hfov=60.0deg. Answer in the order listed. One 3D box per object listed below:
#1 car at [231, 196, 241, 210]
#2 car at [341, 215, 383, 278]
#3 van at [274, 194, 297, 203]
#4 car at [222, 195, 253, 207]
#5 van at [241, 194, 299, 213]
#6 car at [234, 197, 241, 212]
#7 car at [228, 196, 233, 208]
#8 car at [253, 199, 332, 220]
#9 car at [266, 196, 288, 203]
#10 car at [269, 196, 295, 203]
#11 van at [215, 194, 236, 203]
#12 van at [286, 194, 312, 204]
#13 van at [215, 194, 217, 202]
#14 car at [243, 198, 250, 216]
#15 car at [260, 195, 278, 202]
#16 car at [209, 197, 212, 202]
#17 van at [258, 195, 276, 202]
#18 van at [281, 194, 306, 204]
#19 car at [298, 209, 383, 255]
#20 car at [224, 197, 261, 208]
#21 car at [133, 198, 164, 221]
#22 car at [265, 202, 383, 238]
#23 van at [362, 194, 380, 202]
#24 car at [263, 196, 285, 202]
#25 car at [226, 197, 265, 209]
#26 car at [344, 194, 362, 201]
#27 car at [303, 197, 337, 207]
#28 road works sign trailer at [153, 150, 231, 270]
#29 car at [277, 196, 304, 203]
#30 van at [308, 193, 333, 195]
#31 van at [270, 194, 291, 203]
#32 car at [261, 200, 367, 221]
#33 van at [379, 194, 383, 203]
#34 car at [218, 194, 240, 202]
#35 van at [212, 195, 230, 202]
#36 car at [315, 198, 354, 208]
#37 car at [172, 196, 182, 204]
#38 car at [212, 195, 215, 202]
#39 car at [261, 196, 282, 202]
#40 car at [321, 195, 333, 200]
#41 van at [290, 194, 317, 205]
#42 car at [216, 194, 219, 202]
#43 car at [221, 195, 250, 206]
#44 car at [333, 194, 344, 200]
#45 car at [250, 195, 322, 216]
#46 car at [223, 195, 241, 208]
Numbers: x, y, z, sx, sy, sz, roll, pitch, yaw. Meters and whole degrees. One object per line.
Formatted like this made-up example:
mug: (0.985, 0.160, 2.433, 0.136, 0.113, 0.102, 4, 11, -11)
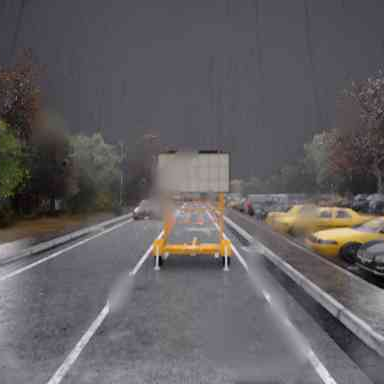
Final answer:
car: (7.063, 1.506, 36.397, 4.792, 1.488, 2.163, 0, 0, 0)
car: (6.891, 1.526, 8.647, 4.892, 1.521, 2.231, 0, 0, 0)
van: (20.324, 1.394, 72.211, 4.442, 1.987, 1.878, 0, -1, 0)
car: (7.186, 1.387, 53.054, 4.553, 1.767, 2.185, 0, 0, 0)
van: (7.167, 1.238, 30.844, 4.442, 1.987, 1.878, 0, 0, 0)
car: (7.042, 1.500, 33.621, 4.792, 1.488, 2.163, 0, 0, 0)
car: (7.084, 1.512, 39.173, 4.792, 1.488, 2.163, 0, 0, 0)
car: (6.982, 1.456, 22.516, 4.892, 1.521, 2.231, 0, 0, 0)
car: (20.497, 1.773, 80.514, 4.892, 1.521, 2.231, 0, -1, 0)
car: (20.277, 1.667, 74.975, 5.366, 1.575, 1.946, 0, -1, 0)
van: (7.246, 1.404, 72.471, 4.442, 1.987, 1.878, 0, -1, 0)
van: (20.495, 1.304, 63.915, 4.442, 1.987, 1.878, 0, 0, 0)
van: (7.183, 1.312, 64.159, 4.442, 1.987, 1.878, 0, 0, 0)
car: (7.059, 1.488, 28.068, 4.792, 1.488, 2.163, 0, 0, 0)
car: (20.534, 1.798, 88.826, 4.553, 1.767, 2.185, 0, -1, 0)
car: (7.451, 1.832, 83.568, 5.008, 1.535, 2.097, 0, -1, 0)
van: (20.703, 1.748, 91.596, 4.442, 1.987, 1.878, 0, -1, 0)
van: (20.284, 1.311, 66.820, 4.442, 1.987, 1.878, 0, -1, 0)
car: (6.720, 1.504, 11.424, 5.366, 1.575, 1.946, 0, 0, 0)
car: (7.169, 1.502, 47.501, 4.892, 1.521, 2.231, 0, 0, 0)
car: (-3.304, 1.330, 26.487, 2.097, 1.767, 4.553, 0, 0, 0)
car: (6.762, 1.470, 17.097, 5.366, 1.575, 1.946, 0, 0, 0)
van: (20.033, 1.237, 33.446, 4.442, 1.987, 1.878, 0, 0, 0)
car: (20.519, 1.822, 83.284, 5.008, 1.535, 2.097, 0, -1, 0)
car: (7.161, 1.496, 44.725, 4.892, 1.521, 2.231, 0, 0, 0)
car: (20.143, 1.218, 36.214, 5.566, 2.045, 2.435, 0, 0, 0)
car: (20.293, 1.546, 52.834, 4.674, 1.452, 2.002, 0, 0, 0)
road works sign trailer: (0.056, 0.448, 10.955, 2.380, 3.560, 2.880, 0, 0, 3)
car: (20.425, 1.569, 69.436, 5.008, 1.535, 2.097, 0, -1, 0)
van: (20.392, 1.274, 50.190, 4.442, 1.987, 1.878, 0, 0, 0)
van: (20.599, 1.495, 77.748, 4.442, 1.987, 1.878, 0, -1, 0)
car: (7.153, 1.458, 19.747, 5.366, 1.575, 1.946, 0, 0, 0)
van: (20.246, 1.231, 30.674, 4.442, 1.987, 1.878, 0, 0, 0)
car: (7.011, 1.504, 50.279, 5.366, 1.575, 1.946, 0, 0, 0)
van: (7.583, 1.657, 86.348, 4.442, 1.987, 1.878, 0, -1, 0)
car: (20.258, 1.534, 47.420, 4.674, 1.452, 2.002, 0, 0, 0)
car: (-2.996, 1.608, 67.753, 1.882, 1.535, 5.008, 0, 0, 1)
car: (7.349, 1.292, 66.934, 5.566, 2.045, 2.435, 0, 0, 0)
car: (20.540, 1.875, 86.179, 5.008, 1.535, 2.097, 0, -1, 0)
car: (20.228, 1.487, 44.525, 5.008, 1.535, 2.097, 0, 0, 0)
van: (20.475, 1.298, 61.270, 4.442, 1.987, 1.878, 0, 0, 0)
car: (7.253, 1.525, 58.606, 5.008, 1.535, 2.097, 0, 0, 0)
car: (7.206, 1.394, 55.830, 4.553, 1.767, 2.185, 0, 0, 0)
car: (20.164, 1.224, 38.984, 5.566, 2.045, 2.435, 0, 0, 0)
car: (7.040, 1.329, 25.295, 4.553, 1.767, 2.185, 0, 0, 0)
car: (6.948, 1.486, 41.951, 5.366, 1.575, 1.946, 0, 0, 0)
